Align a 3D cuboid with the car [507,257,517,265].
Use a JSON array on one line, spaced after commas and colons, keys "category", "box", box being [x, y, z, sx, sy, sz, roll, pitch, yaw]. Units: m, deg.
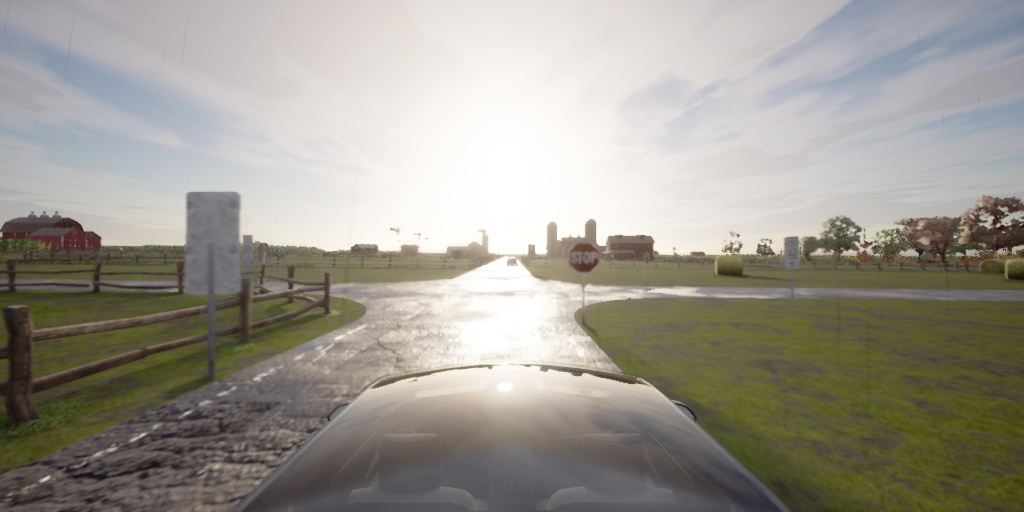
[{"category": "car", "box": [0.002, 0.859, 65.236, 2.128, 1.511, 4.902, 0, 0, 0]}]
